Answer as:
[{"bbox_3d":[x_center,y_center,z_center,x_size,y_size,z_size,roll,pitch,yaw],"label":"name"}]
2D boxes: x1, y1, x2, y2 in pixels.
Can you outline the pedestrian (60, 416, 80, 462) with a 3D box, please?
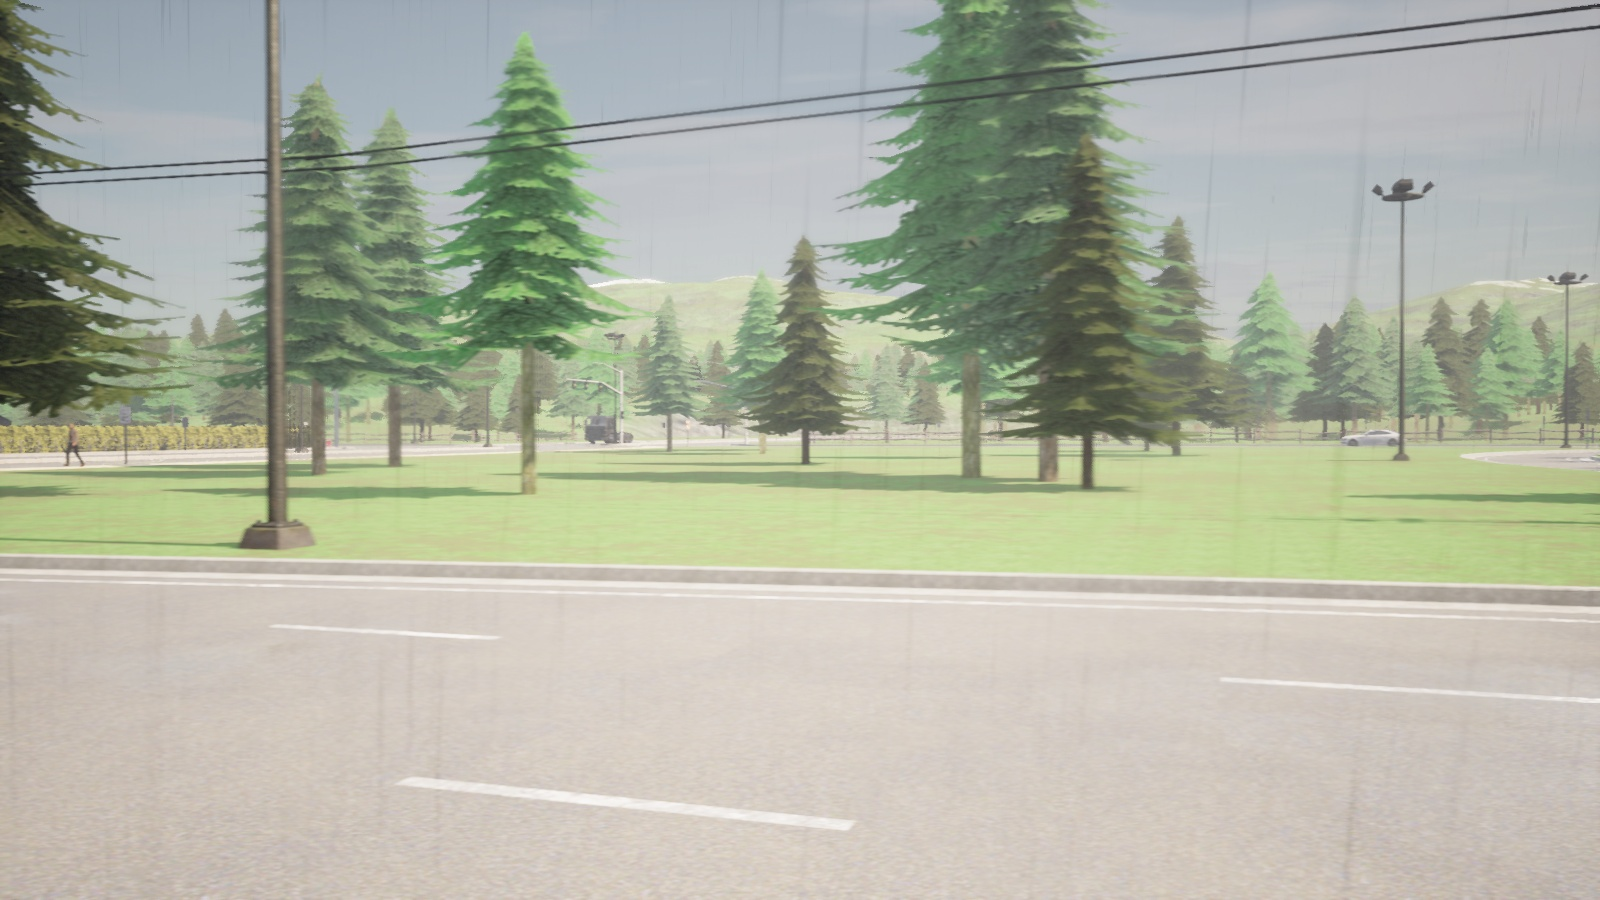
[{"bbox_3d":[-29.593,-0.461,50.879,0.331,1.846,0.634,1,1,19],"label":"pedestrian"}]
